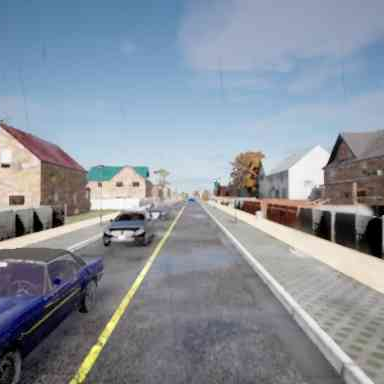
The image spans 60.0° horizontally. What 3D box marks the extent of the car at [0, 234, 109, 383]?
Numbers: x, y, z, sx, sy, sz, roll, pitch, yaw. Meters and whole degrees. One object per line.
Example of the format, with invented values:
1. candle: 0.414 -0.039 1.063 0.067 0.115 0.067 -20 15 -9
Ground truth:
1. car: -2.843 1.623 5.032 1.895 1.301 4.718 0 0 0

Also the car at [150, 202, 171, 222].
1. car: -2.804 1.642 28.163 2.128 1.511 4.902 0 0 0

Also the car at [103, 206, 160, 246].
1. car: -2.800 1.601 15.740 1.812 1.442 4.674 0 0 1

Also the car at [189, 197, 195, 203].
1. car: 0.004 2.208 92.284 1.882 1.535 5.008 0 -1 0
